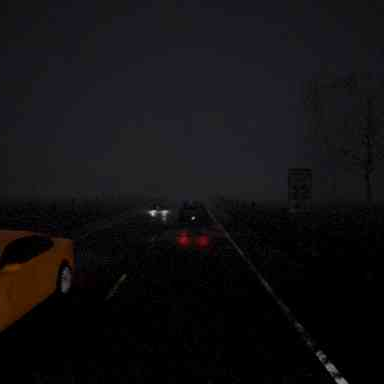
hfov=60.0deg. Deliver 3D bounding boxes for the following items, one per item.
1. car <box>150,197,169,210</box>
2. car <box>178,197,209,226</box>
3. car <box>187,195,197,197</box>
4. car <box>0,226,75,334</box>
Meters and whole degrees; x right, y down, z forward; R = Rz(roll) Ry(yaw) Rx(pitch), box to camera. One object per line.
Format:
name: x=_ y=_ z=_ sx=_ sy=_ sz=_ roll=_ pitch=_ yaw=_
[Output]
car: x=-3.606 y=1.267 z=37.961 sx=2.033 sy=1.411 sz=5.357 roll=0 pitch=0 yaw=0
car: x=0.077 y=1.328 z=22.090 sx=2.128 sy=1.511 sz=4.902 roll=0 pitch=0 yaw=0
car: x=0.000 y=1.175 z=47.363 sx=1.812 sy=1.442 sz=4.674 roll=0 pitch=1 yaw=1
car: x=-3.604 y=1.435 z=5.597 sx=1.882 sy=1.535 sz=5.008 roll=0 pitch=0 yaw=0
